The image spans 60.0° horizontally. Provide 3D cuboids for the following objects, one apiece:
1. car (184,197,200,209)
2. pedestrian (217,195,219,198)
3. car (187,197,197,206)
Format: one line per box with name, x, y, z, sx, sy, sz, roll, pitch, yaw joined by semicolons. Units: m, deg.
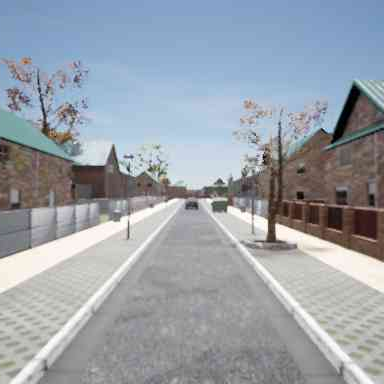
car;0.005;1.656;47.410;1.837;1.490;4.892;0;0;0
pedestrian;2.998;1.260;38.127;0.375;1.860;0.375;2;-2;-6
car;0.002;1.673;61.549;1.882;1.535;5.008;0;0;0
